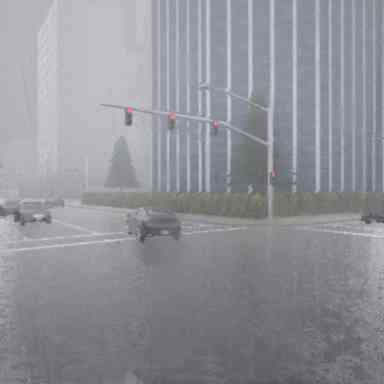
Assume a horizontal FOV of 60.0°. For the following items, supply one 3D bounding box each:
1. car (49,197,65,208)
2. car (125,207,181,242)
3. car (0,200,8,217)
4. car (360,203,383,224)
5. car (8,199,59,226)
[{"bbox_3d":[-19.557,1.449,47.429,1.837,1.490,4.892,0,0,-35],"label":"car"},{"bbox_3d":[-2.002,1.480,16.293,1.837,1.490,4.892,2,-1,-21],"label":"car"},{"bbox_3d":[-16.828,1.494,31.277,1.837,1.490,4.892,0,0,-35],"label":"car"},{"bbox_3d":[13.385,1.404,22.130,5.357,1.411,2.033,0,0,-35],"label":"car"},{"bbox_3d":[-11.355,1.487,23.614,2.128,1.511,4.902,0,0,-36],"label":"car"}]
